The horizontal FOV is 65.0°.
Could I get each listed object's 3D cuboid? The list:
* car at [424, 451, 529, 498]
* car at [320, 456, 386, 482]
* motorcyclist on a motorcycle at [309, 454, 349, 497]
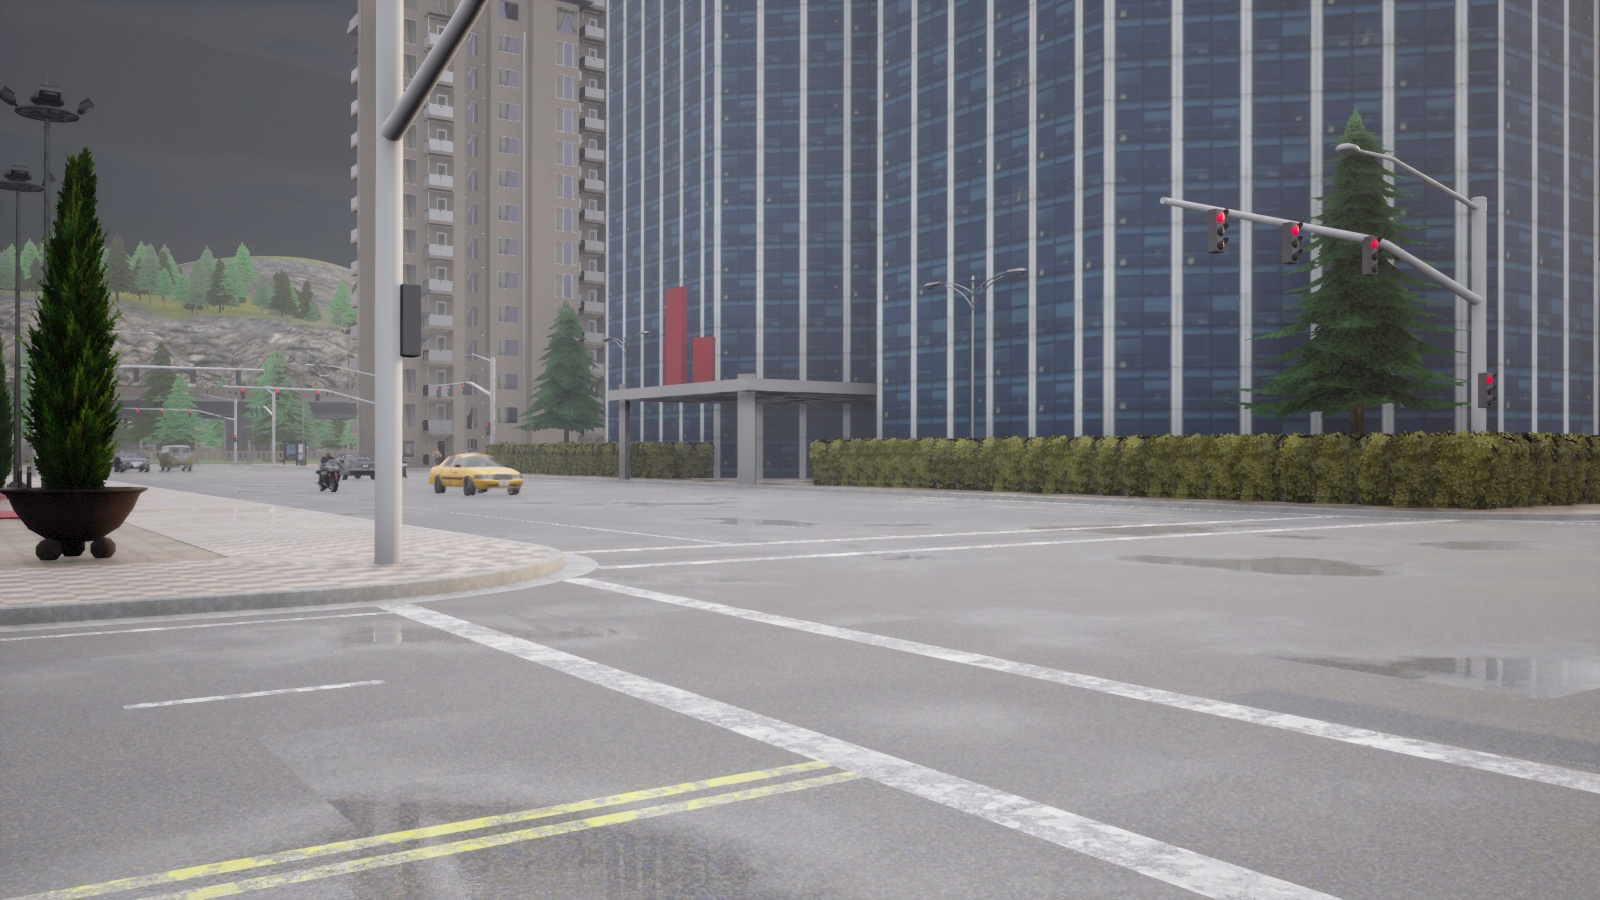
[{"bbox_3d":[-11.492,0.817,44.306,1.801,1.575,5.366,0,0,-35],"label":"car"},{"bbox_3d":[-24.587,1.013,68.936,2.033,1.411,5.357,0,0,-35],"label":"car"},{"bbox_3d":[-17.568,0.932,46.846,0.866,1.530,2.191,0,0,-35],"label":"motorcyclist on a motorcycle"}]
